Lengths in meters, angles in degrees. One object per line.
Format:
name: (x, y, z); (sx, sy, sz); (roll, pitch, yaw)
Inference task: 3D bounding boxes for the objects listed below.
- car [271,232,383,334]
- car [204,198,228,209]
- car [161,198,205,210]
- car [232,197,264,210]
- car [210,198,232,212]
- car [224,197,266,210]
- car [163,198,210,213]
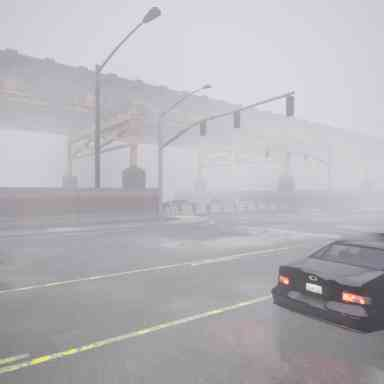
car: (3.937, 1.547, 6.660); (5.357, 1.411, 2.033); (0, 0, -36)
car: (2.885, 1.295, 38.746); (1.853, 1.218, 4.536); (0, 0, 17)
car: (-0.900, 1.295, 35.980); (4.536, 1.218, 1.853); (0, 0, 7)
car: (6.690, 1.295, 42.488); (4.536, 1.218, 1.853); (0, 0, -8)
car: (2.869, 1.453, 38.696); (2.038, 1.542, 4.974); (0, 0, 17)
car: (6.742, 1.453, 42.495); (4.974, 1.542, 2.038); (0, 0, -8)
car: (-0.848, 1.453, 35.974); (4.974, 1.542, 2.038); (0, 0, 7)
